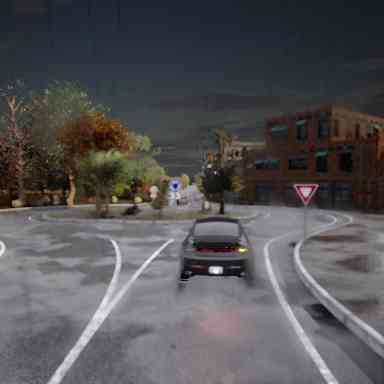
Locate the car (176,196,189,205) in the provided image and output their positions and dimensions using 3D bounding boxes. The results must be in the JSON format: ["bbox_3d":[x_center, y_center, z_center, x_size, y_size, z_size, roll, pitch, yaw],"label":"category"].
[{"bbox_3d":[-1.692,1.359,55.928,2.128,1.511,4.902,0,0,-7],"label":"car"}]

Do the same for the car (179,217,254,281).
[{"bbox_3d":[0.750,1.490,9.809,1.837,1.490,4.892,0,0,5],"label":"car"}]
